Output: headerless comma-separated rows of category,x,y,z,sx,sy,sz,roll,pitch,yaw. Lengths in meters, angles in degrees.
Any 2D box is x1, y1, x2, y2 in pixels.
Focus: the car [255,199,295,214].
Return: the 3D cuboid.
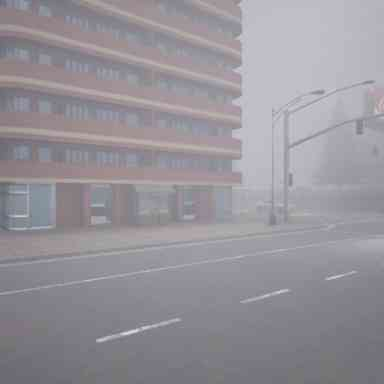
car,8.903,1.526,36.193,1.812,1.442,4.674,0,0,-36
